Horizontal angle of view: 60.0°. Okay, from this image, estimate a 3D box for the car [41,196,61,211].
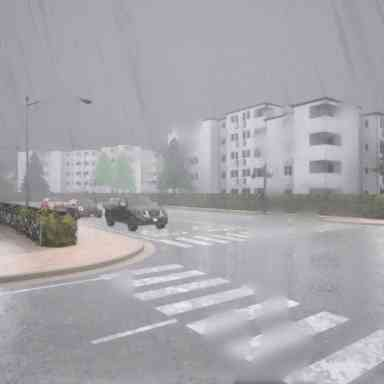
[{"bbox_3d":[-15.425,1.353,37.325,2.097,1.767,4.553,0,0,-36],"label":"car"}]

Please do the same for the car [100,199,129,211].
[{"bbox_3d":[-9.864,1.602,41.980,1.895,1.301,4.718,0,0,-36],"label":"car"}]

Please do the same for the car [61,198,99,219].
[{"bbox_3d":[-9.528,1.353,29.163,2.097,1.767,4.553,0,0,-36],"label":"car"}]

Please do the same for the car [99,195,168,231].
[{"bbox_3d":[-3.683,1.222,21.036,2.150,2.045,5.566,0,0,-36],"label":"car"}]
